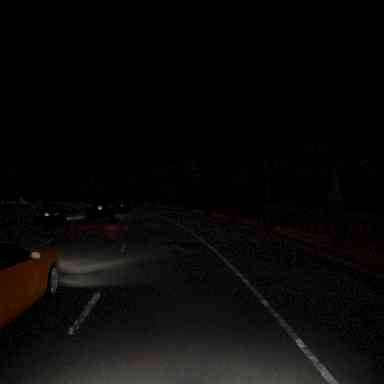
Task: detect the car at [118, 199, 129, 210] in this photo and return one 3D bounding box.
[{"bbox_3d":[-9.275,1.589,41.893,1.994,1.385,4.181,0,0,-24],"label":"car"}]

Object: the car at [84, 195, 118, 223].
[{"bbox_3d":[-7.272,1.245,26.279,2.150,2.045,5.566,0,0,-15],"label":"car"}]

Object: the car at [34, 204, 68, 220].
[{"bbox_3d":[-10.497,1.588,24.932,2.033,1.411,5.357,0,0,-15],"label":"car"}]

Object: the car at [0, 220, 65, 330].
[{"bbox_3d":[-3.765,1.488,5.408,1.882,1.535,5.008,0,0,-3],"label":"car"}]

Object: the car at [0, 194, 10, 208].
[{"bbox_3d":[-28.675,1.381,49.287,2.150,2.045,5.566,0,0,-27],"label":"car"}]
